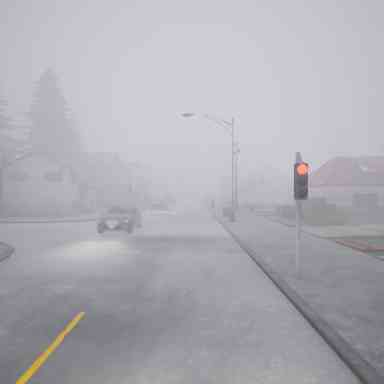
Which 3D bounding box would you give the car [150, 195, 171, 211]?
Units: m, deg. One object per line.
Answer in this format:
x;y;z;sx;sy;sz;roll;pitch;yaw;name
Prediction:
-4.054;1.504;41.770;1.837;1.490;4.892;0;0;0;car

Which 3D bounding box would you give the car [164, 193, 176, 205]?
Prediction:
-4.020;1.217;58.344;2.150;2.045;5.566;0;1;0;car

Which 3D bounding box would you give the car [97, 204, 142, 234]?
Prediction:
-4.079;1.492;19.347;2.128;1.511;4.902;0;0;0;car
